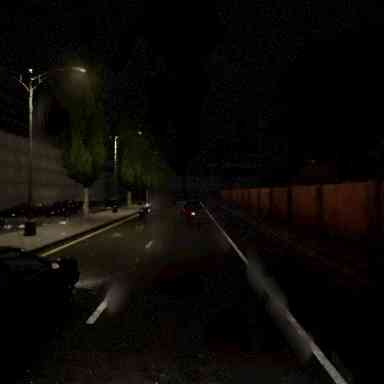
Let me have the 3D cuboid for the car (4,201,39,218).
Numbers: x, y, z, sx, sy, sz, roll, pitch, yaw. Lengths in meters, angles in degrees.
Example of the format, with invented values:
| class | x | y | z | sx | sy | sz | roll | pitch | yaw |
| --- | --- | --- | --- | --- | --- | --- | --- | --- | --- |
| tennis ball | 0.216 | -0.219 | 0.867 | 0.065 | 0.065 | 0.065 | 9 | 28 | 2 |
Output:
| class | x | y | z | sx | sy | sz | roll | pitch | yaw |
| --- | --- | --- | --- | --- | --- | --- | --- | --- | --- |
| car | -15.101 | 1.540 | 30.782 | 2.033 | 1.411 | 5.357 | 0 | 0 | 0 |

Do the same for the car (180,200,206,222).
| class | x | y | z | sx | sy | sz | roll | pitch | yaw |
| --- | --- | --- | --- | --- | --- | --- | --- | --- | --- |
| car | 0.097 | 1.558 | 26.283 | 1.994 | 1.385 | 4.181 | 0 | 0 | 0 |

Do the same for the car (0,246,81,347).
| class | x | y | z | sx | sy | sz | roll | pitch | yaw |
| --- | --- | --- | --- | --- | --- | --- | --- | --- | --- |
| car | -3.401 | 1.546 | 4.973 | 2.033 | 1.411 | 5.357 | 0 | 0 | 0 |

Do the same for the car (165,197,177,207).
| class | x | y | z | sx | sy | sz | roll | pitch | yaw |
| --- | --- | --- | --- | --- | --- | --- | --- | --- | --- |
| car | -3.406 | 1.466 | 50.880 | 1.882 | 1.535 | 5.008 | 0 | 0 | 0 |

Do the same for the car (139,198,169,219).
| class | x | y | z | sx | sy | sz | roll | pitch | yaw |
| --- | --- | --- | --- | --- | --- | --- | --- | --- | --- |
| car | -3.403 | 1.541 | 29.060 | 2.033 | 1.411 | 5.357 | 0 | 0 | 0 |

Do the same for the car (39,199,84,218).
| class | x | y | z | sx | sy | sz | roll | pitch | yaw |
| --- | --- | --- | --- | --- | --- | --- | --- | --- | --- |
| car | -11.599 | 1.498 | 30.088 | 1.837 | 1.490 | 4.892 | 0 | 0 | 0 |

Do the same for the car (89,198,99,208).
| class | x | y | z | sx | sy | sz | roll | pitch | yaw |
| --- | --- | --- | --- | --- | --- | --- | --- | --- | --- |
| car | -15.080 | 1.590 | 48.491 | 1.895 | 1.301 | 4.718 | 0 | 0 | 0 |

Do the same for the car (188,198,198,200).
| class | x | y | z | sx | sy | sz | roll | pitch | yaw |
| --- | --- | --- | --- | --- | --- | --- | --- | --- | --- |
| car | 0.096 | 1.538 | 43.990 | 2.033 | 1.411 | 5.357 | 0 | 0 | 0 |

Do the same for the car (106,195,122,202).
| class | x | y | z | sx | sy | sz | roll | pitch | yaw |
| --- | --- | --- | --- | --- | --- | --- | --- | --- | --- |
| car | -15.007 | 1.195 | 64.069 | 1.895 | 1.301 | 4.718 | 0 | 0 | 0 |

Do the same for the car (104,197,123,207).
| class | x | y | z | sx | sy | sz | roll | pitch | yaw |
| --- | --- | --- | --- | --- | --- | --- | --- | --- | --- |
| car | -11.578 | 1.553 | 49.173 | 1.994 | 1.385 | 4.181 | 0 | 0 | 0 |
